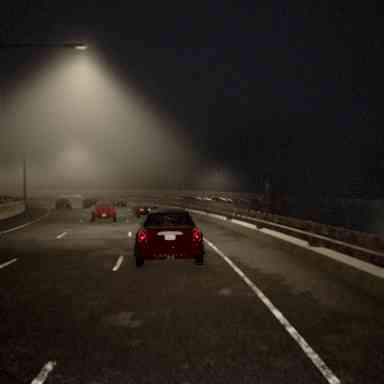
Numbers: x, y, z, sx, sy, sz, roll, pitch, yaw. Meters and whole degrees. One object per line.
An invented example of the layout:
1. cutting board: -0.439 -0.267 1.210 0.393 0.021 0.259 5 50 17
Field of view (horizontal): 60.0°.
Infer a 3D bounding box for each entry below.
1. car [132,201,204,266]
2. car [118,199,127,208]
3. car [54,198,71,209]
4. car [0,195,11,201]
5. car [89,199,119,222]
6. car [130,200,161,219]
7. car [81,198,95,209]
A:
1. car: -0.875 1.343 11.823 2.097 1.767 4.553 0 0 -6
2. car: -10.796 1.598 47.502 1.895 1.301 4.718 0 0 -25
3. car: -17.820 1.556 45.858 1.812 1.442 4.674 0 0 -26
4. car: -46.278 1.618 81.865 4.892 1.490 1.837 0 0 38
5. car: -7.056 1.528 26.731 1.812 1.442 4.674 0 0 -14
6. car: -4.326 1.534 30.374 2.033 1.411 5.357 0 0 -17
7. car: -14.019 1.538 46.006 1.812 1.442 4.674 0 0 -25
